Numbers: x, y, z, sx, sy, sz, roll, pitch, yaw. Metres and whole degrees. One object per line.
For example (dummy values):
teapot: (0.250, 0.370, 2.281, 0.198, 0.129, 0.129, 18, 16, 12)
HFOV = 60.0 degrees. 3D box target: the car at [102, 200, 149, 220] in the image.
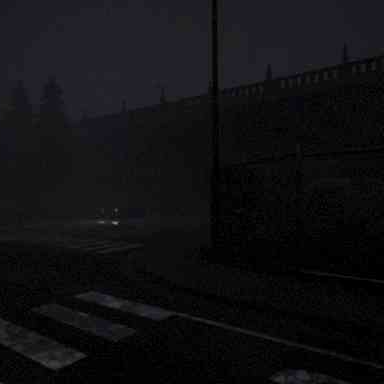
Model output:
car: (-6.041, 1.582, 30.552, 2.097, 1.767, 4.553, -1, 0, 36)
